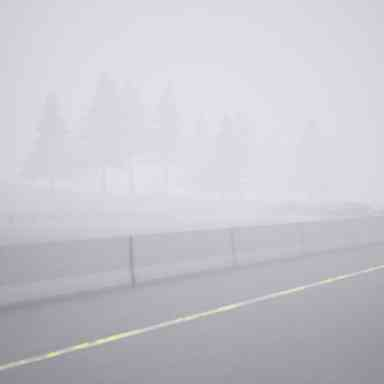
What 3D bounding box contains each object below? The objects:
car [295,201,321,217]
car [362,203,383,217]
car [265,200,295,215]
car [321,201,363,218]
[{"bbox_3d":[13.062,1.673,33.874,4.674,1.442,1.812,1,0,-31],"label":"car"},{"bbox_3d":[16.863,1.735,27.993,4.718,1.301,1.895,0,0,-31],"label":"car"},{"bbox_3d":[10.174,1.642,36.224,4.902,1.511,2.128,0,0,-31],"label":"car"},{"bbox_3d":[14.589,1.617,30.711,5.008,1.535,1.882,1,0,-31],"label":"car"}]
